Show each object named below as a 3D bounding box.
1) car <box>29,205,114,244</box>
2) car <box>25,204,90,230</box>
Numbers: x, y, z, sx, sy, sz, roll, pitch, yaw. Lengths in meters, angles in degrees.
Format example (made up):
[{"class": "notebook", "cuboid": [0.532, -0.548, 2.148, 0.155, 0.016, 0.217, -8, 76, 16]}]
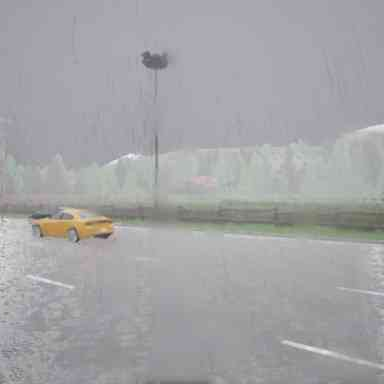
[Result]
[{"class": "car", "cuboid": [-6.140, 1.639, 16.975, 5.008, 1.535, 1.882, -1, 0, 36]}, {"class": "car", "cuboid": [-9.664, 1.714, 23.778, 5.008, 1.535, 1.882, -1, 0, 35]}]
